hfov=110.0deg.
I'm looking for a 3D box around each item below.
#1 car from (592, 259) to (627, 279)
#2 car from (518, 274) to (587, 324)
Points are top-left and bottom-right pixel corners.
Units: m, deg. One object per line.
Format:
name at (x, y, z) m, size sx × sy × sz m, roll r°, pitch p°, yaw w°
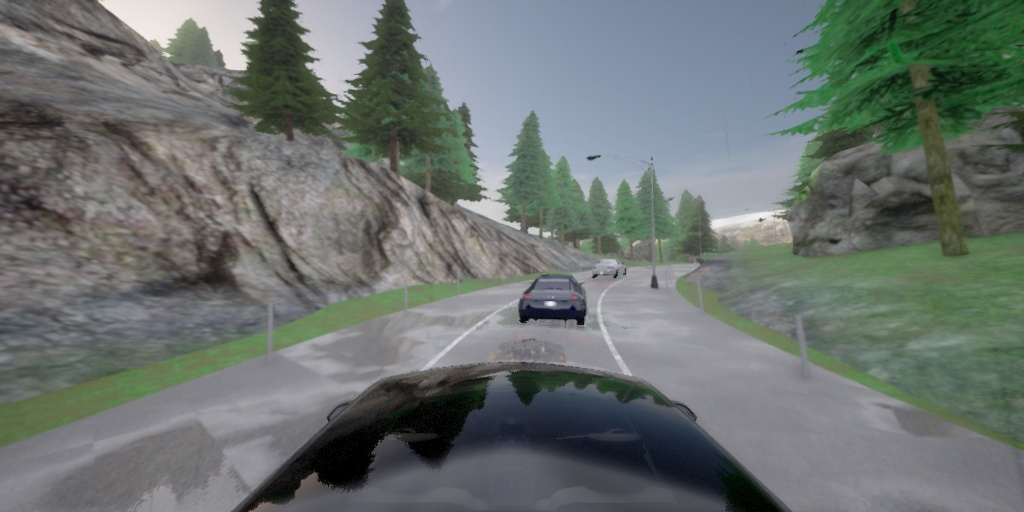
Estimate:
car at (7.684, 0.946, 28.171) m, size 1.812 × 1.442 × 4.674 m, roll -2°, pitch 0°, yaw 30°
car at (1.455, 1.277, 11.918) m, size 1.994 × 1.385 × 4.181 m, roll 0°, pitch 0°, yaw 11°
